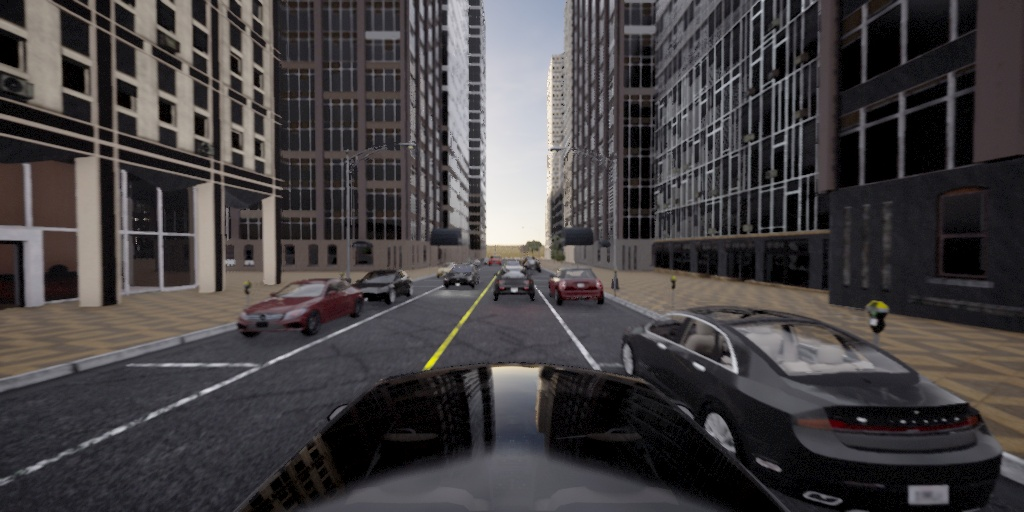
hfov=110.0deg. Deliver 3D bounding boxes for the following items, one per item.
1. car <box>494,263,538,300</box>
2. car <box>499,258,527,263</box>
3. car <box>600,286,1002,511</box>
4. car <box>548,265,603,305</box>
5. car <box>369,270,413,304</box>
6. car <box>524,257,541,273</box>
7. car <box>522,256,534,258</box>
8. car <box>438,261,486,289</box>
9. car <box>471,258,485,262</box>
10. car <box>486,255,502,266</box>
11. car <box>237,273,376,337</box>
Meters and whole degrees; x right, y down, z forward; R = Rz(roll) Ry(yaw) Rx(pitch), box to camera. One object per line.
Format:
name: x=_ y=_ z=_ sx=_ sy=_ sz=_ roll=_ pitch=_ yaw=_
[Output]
car: x=0.099 y=1.245 z=17.355 sx=1.812 sy=1.442 sz=4.674 roll=0 pitch=0 yaw=0
car: x=0.096 y=1.222 z=35.223 sx=2.033 sy=1.411 sz=5.357 roll=0 pitch=0 yaw=0
car: x=2.691 y=1.296 z=4.494 sx=2.007 sy=1.370 sz=4.403 roll=0 pitch=0 yaw=0
car: x=2.690 y=1.163 z=15.843 sx=1.967 sy=1.591 sz=4.097 roll=0 pitch=0 yaw=0
car: x=-5.658 y=1.289 z=15.902 sx=1.948 sy=1.339 sz=4.313 roll=0 pitch=0 yaw=0
car: x=2.348 y=1.183 z=41.996 sx=1.812 sy=1.442 sz=4.674 roll=0 pitch=0 yaw=0
car: x=2.686 y=0.934 z=55.565 sx=2.192 sy=1.841 sz=5.009 roll=0 pitch=0 yaw=0
car: x=-3.101 y=1.253 z=23.192 sx=2.033 sy=1.411 sz=5.357 roll=0 pitch=0 yaw=0
car: x=-5.695 y=1.170 z=55.621 sx=2.007 sy=1.370 sz=4.403 roll=0 pitch=0 yaw=0
car: x=-3.025 y=0.816 z=64.807 sx=2.150 sy=2.045 sz=5.566 roll=0 pitch=0 yaw=1
car: x=-5.658 y=1.317 z=10.229 sx=1.802 sy=1.307 sz=4.207 roll=0 pitch=0 yaw=0
